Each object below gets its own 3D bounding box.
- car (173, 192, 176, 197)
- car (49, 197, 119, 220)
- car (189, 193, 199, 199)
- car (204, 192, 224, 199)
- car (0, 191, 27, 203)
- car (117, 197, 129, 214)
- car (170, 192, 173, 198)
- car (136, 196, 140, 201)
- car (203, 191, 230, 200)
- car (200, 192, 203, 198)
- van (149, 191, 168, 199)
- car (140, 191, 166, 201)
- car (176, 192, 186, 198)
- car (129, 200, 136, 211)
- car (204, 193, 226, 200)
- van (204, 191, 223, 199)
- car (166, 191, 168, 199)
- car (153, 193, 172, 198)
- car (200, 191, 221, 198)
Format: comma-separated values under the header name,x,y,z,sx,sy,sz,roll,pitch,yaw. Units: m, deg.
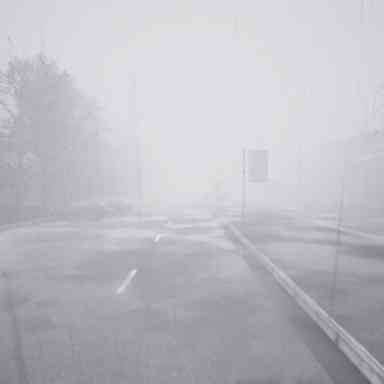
name,x,y,z,sx,sy,sz,roll,pitch,yaw
car,-7.724,0.963,88.039,5.366,1.575,1.946,0,0,0
car,-8.210,1.320,24.797,4.674,1.452,2.002,0,0,0
car,0.427,0.975,88.710,1.837,1.490,4.892,0,0,0
car,5.172,0.832,79.687,4.553,1.767,2.185,0,0,0
car,-26.376,0.595,47.900,4.553,1.767,2.097,1,3,0
car,-8.190,1.255,28.073,4.892,1.521,2.231,0,0,0
car,-7.917,1.002,85.254,4.674,1.452,2.002,0,0,0
car,-8.161,1.243,34.495,4.674,1.452,2.002,0,0,0
car,5.082,0.978,65.676,4.892,1.521,2.231,0,0,0
car,5.062,0.715,68.477,5.566,2.045,2.435,0,0,0
van,-8.056,0.726,79.683,4.442,1.987,1.878,0,0,0
car,-8.012,0.984,62.978,5.008,1.535,2.097,0,0,0
car,-2.810,0.970,92.859,1.837,1.490,4.892,0,0,0
car,-8.185,1.228,31.346,5.008,1.535,2.097,0,0,0
car,5.111,0.957,74.081,4.892,1.521,2.231,0,0,0
van,5.267,0.737,82.491,4.442,1.987,1.878,0,0,0
car,-7.994,0.960,68.547,5.008,1.535,2.097,0,0,0
car,-7.896,0.971,90.826,5.008,1.535,2.097,0,0,0
car,5.159,0.731,93.706,5.566,2.045,2.435,0,0,0
